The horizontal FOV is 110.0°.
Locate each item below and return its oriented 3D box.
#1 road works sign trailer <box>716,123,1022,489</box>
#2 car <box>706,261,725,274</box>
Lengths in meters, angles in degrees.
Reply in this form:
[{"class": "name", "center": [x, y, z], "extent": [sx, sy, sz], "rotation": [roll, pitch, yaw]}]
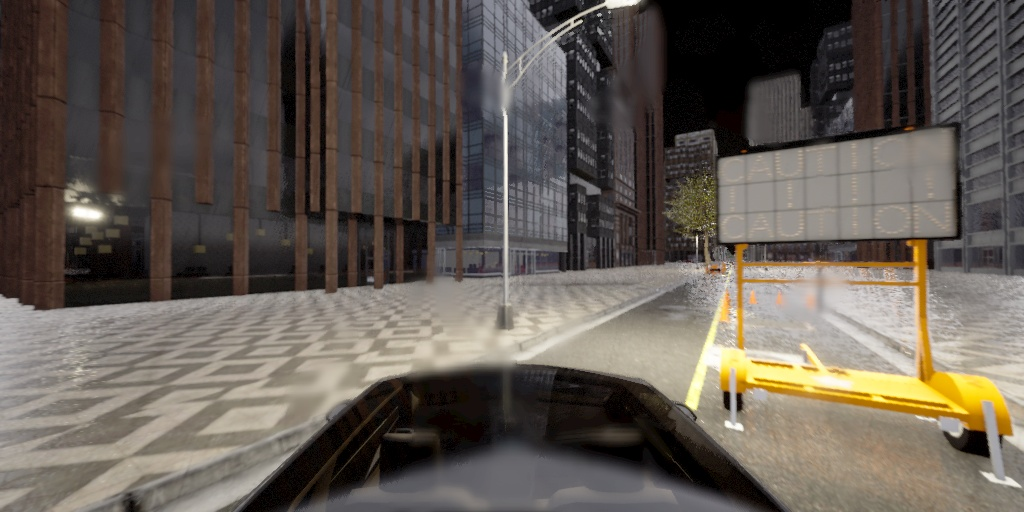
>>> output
[{"class": "road works sign trailer", "center": [4.177, 0.225, 4.850], "extent": [2.380, 3.560, 2.880], "rotation": [0, 0, 32]}, {"class": "car", "center": [26.982, 1.480, 47.423], "extent": [2.097, 1.767, 4.553], "rotation": [-1, -1, 32]}]
